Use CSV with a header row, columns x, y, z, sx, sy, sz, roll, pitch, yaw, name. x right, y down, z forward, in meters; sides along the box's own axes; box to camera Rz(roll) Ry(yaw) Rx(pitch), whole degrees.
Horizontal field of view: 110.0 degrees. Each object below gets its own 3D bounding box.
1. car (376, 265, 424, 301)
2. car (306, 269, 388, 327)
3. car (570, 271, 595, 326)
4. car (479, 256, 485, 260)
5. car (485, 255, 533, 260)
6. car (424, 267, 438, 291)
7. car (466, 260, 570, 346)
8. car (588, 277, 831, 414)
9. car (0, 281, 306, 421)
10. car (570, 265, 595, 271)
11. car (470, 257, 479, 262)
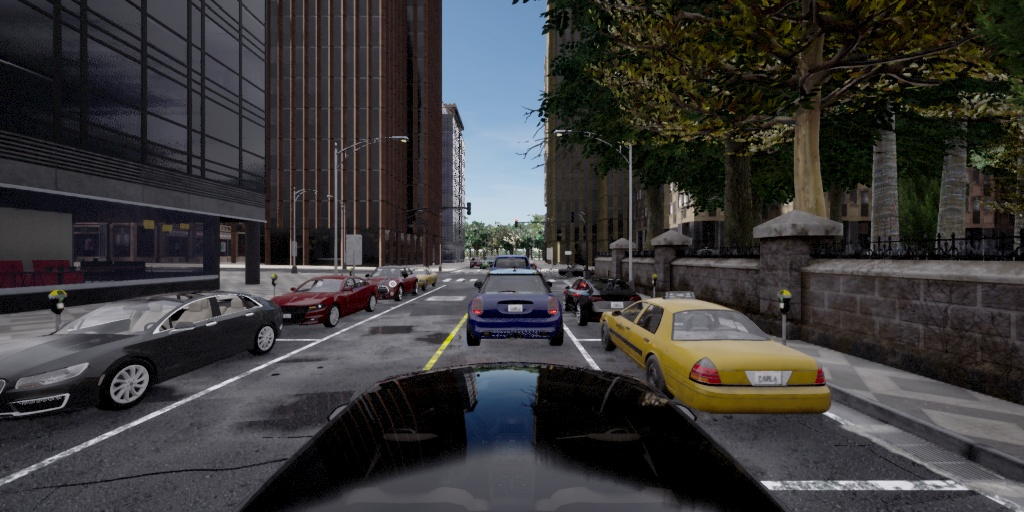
x,y,z,sx,sy,sz,roll,pitch,yaw,name
-5.785,1.190,16.899,1.967,1.591,4.097,0,0,0,car
-5.777,1.295,11.442,1.888,1.381,4.507,0,0,0,car
2.748,1.316,11.457,1.948,1.339,4.313,0,0,0,car
-3.174,0.983,52.028,2.150,2.045,5.566,0,0,0,car
-0.021,0.973,18.995,2.150,2.045,5.566,0,0,0,car
-5.793,1.277,22.186,1.751,1.417,4.829,0,0,0,car
0.042,1.102,9.560,2.097,1.767,4.553,0,0,-1,car
2.756,1.275,6.170,1.751,1.417,4.829,0,0,0,car
-5.769,1.300,5.985,2.007,1.370,4.403,0,0,0,car
6.866,1.517,34.228,4.718,1.301,1.895,1,0,12,car
-5.849,1.079,59.764,2.192,1.841,5.009,0,0,0,car
